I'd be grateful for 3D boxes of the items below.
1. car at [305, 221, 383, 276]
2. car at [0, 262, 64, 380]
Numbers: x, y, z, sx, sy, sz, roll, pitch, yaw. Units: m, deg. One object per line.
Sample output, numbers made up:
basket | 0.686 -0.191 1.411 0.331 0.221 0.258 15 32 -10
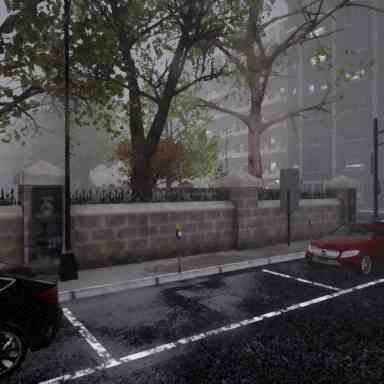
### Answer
car | 5.279 1.581 10.232 4.206 1.307 1.802 0 0 -35
car | -3.791 1.566 3.886 4.313 1.339 1.947 0 0 -35
